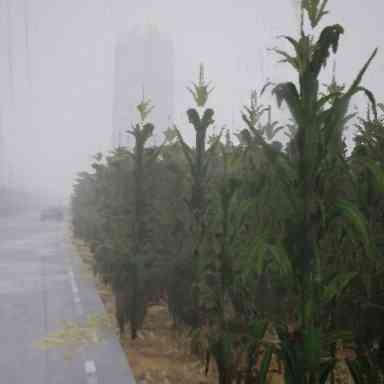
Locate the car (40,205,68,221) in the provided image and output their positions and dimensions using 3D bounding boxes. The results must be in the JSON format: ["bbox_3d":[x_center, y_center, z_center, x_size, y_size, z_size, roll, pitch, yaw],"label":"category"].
[{"bbox_3d":[-15.035,2.289,35.881,2.128,1.511,4.902,2,-2,-16],"label":"car"}]
